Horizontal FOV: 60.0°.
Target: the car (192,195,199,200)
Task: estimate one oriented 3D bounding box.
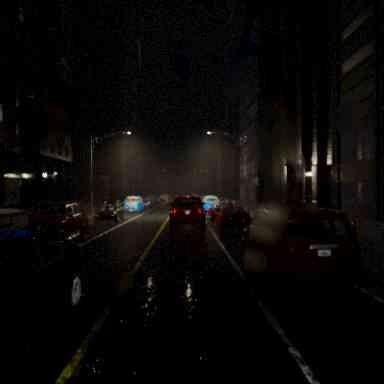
[{"bbox_3d":[0.975,1.520,93.171,1.967,1.590,4.097,0,0,-1],"label":"car"}]

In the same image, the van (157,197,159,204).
[{"bbox_3d":[-6.788,1.399,53.742,1.690,1.788,3.998,0,0,-1],"label":"van"}]

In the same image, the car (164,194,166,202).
[{"bbox_3d":[-7.330,1.665,81.783,1.947,1.339,4.313,0,0,-1],"label":"car"}]

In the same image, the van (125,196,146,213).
[{"bbox_3d":[-6.462,1.388,36.917,1.690,1.788,3.998,0,0,-1],"label":"van"}]

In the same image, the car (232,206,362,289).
[{"bbox_3d":[2.605,1.308,9.050,2.192,1.841,5.009,0,0,-1],"label":"car"}]

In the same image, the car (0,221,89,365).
[{"bbox_3d":[-3.178,1.494,5.064,1.882,1.535,5.008,0,0,-1],"label":"car"}]

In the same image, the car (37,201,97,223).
[{"bbox_3d":[-6.027,1.348,14.483,2.192,1.841,5.009,0,0,-1],"label":"car"}]

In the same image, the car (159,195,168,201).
[{"bbox_3d":[-7.440,1.548,87.392,1.967,1.590,4.097,0,0,-1],"label":"car"}]

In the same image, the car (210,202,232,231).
[{"bbox_3d":[2.388,1.544,20.266,1.887,1.381,4.507,0,0,-1],"label":"car"}]

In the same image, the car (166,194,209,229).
[{"bbox_3d":[-0.310,1.235,21.611,2.150,2.045,5.566,0,0,-1],"label":"car"}]

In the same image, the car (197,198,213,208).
[{"bbox_3d":[1.845,1.583,48.307,1.947,1.339,4.313,0,0,-1],"label":"car"}]

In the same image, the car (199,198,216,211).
[{"bbox_3d":[1.954,1.558,42.698,1.887,1.381,4.507,0,0,-1],"label":"car"}]

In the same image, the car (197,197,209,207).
[{"bbox_3d":[1.733,1.547,54.085,1.752,1.417,4.829,0,0,-1],"label":"car"}]

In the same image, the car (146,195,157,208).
[{"bbox_3d":[-6.679,1.495,48.134,1.967,1.590,4.097,0,0,-1],"label":"car"}]

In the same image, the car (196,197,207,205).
[{"bbox_3d":[1.624,1.552,59.693,1.752,1.417,4.829,0,0,-1],"label":"car"}]

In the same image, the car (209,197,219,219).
[{"bbox_3d":[2.279,1.442,25.874,1.967,1.590,4.097,0,0,-1],"label":"car"}]

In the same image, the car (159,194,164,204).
[{"bbox_3d":[-7.001,1.596,64.788,1.752,1.417,4.829,0,0,-1],"label":"car"}]

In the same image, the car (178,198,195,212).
[{"bbox_3d":[-0.669,1.528,40.382,1.837,1.490,4.892,0,0,-1],"label":"car"}]

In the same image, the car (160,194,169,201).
[{"bbox_3d":[-7.549,1.432,93.001,2.192,1.841,5.009,0,0,-1],"label":"car"}]

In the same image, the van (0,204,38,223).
[{"bbox_3d":[-5.918,1.371,8.874,1.690,1.788,3.998,0,0,-1],"label":"van"}]

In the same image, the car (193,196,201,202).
[{"bbox_3d":[1.193,1.612,81.954,2.008,1.369,4.403,0,0,-1],"label":"car"}]

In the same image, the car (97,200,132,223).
[{"bbox_3d":[-6.244,1.590,25.699,2.008,1.369,4.403,0,0,-1],"label":"car"}]
